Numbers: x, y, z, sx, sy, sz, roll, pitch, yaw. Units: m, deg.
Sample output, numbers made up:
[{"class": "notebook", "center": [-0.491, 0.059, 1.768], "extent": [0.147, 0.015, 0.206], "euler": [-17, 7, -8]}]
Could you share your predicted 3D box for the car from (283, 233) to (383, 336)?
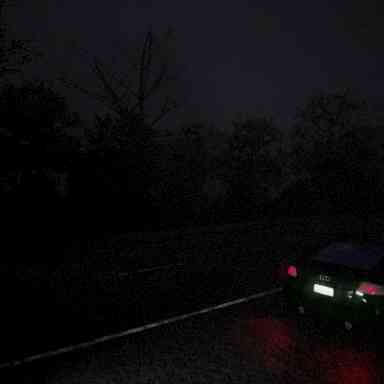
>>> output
[{"class": "car", "center": [3.713, 1.499, 6.458], "extent": [4.181, 1.385, 1.994], "euler": [-1, 1, -36]}]
